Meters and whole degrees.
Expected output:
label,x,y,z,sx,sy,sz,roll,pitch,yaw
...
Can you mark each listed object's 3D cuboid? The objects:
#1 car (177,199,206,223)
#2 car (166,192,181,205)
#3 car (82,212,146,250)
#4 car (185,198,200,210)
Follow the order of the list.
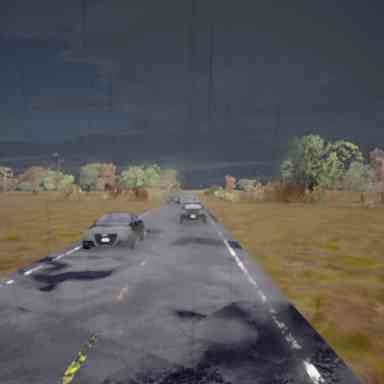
label,x,y,z,sx,sy,sz,roll,pitch,yaw
car,0.078,1.465,24.589,1.812,1.442,4.674,0,0,0
car,-3.101,1.082,55.754,2.150,2.045,5.566,0,0,1
car,-3.112,1.530,13.972,1.994,1.385,4.181,0,0,0
car,0.058,1.497,42.349,1.895,1.301,4.718,0,0,0
